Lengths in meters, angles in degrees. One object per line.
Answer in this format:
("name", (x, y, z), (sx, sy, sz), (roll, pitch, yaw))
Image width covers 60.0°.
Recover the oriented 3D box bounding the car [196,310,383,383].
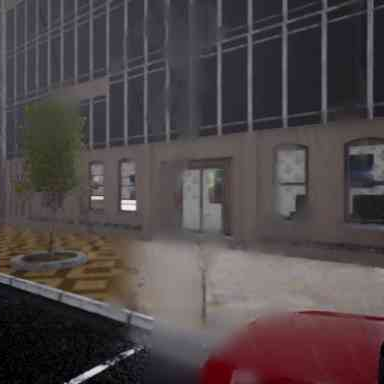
("car", (2.236, 1.315, 1.283), (5.009, 1.841, 2.192), (0, 0, 35))
